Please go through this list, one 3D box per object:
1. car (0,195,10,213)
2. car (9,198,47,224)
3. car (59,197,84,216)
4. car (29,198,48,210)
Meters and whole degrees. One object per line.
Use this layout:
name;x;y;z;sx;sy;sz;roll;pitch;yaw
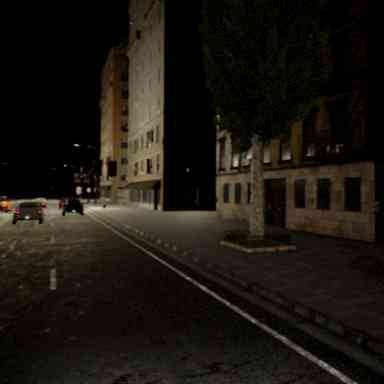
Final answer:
car;-19.174;1.159;32.947;2.097;1.767;4.553;1;0;-23
car;-11.577;1.413;23.714;1.812;1.442;4.674;1;0;-23
car;-11.195;1.401;31.194;1.837;1.490;4.892;1;0;-23
car;-18.487;1.420;40.156;1.895;1.301;4.718;1;0;-23
